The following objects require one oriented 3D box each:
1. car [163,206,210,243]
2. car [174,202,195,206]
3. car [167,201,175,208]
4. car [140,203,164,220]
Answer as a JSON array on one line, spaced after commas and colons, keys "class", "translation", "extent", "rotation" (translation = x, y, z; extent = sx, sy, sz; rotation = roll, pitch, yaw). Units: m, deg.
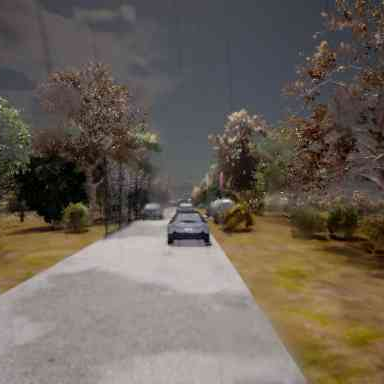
[{"class": "car", "translation": [-0.185, 1.610, 16.462], "extent": [1.994, 1.385, 4.181], "rotation": [0, 0, -1]}, {"class": "car", "translation": [-0.618, 1.763, 33.976], "extent": [1.812, 1.442, 4.674], "rotation": [0, -1, -1]}, {"class": "car", "translation": [-4.281, 2.569, 71.200], "extent": [1.882, 1.535, 5.008], "rotation": [0, -2, -1]}, {"class": "car", "translation": [-3.461, 1.704, 29.753], "extent": [1.812, 1.442, 4.674], "rotation": [0, -1, -1]}]
